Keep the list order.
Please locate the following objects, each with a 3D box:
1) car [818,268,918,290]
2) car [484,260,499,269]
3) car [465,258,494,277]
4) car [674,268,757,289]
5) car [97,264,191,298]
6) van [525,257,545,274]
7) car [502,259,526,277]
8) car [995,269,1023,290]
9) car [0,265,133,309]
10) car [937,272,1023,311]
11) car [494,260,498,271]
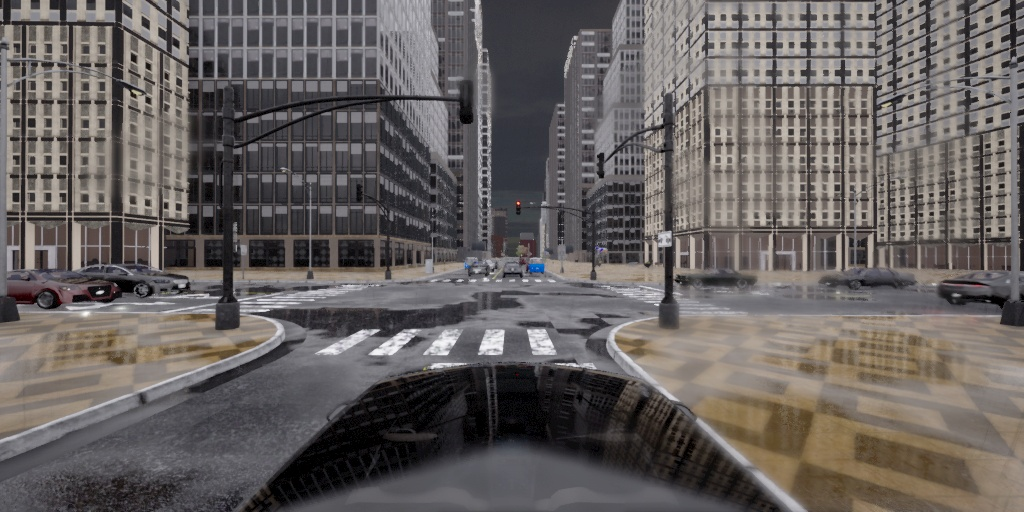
[{"bbox_3d":[23.967,1.498,24.207,5.357,1.411,2.033,0,0,-1],"label":"car"},{"bbox_3d":[-3.146,1.297,56.461,2.033,1.411,5.357,0,0,0],"label":"car"},{"bbox_3d":[-3.232,1.241,35.655,2.128,1.511,4.902,0,0,0],"label":"car"},{"bbox_3d":[13.492,1.483,23.989,4.718,1.301,1.895,0,0,-1],"label":"car"},{"bbox_3d":[-17.810,1.108,16.638,4.902,1.511,2.128,0,0,-1],"label":"car"},{"bbox_3d":[2.686,1.090,39.821,1.690,1.789,3.998,0,0,0],"label":"van"},{"bbox_3d":[0.036,1.297,35.419,2.033,1.411,5.357,0,0,0],"label":"car"},{"bbox_3d":[36.362,1.592,24.496,4.181,1.385,1.994,0,0,-2],"label":"car"},{"bbox_3d":[-17.424,1.169,13.395,4.181,1.385,1.994,0,0,-1],"label":"car"},{"bbox_3d":[19.945,1.371,14.171,4.902,1.511,2.128,0,0,-1],"label":"car"},{"bbox_3d":[-3.192,1.275,45.829,1.812,1.442,4.674,0,0,0],"label":"car"}]
